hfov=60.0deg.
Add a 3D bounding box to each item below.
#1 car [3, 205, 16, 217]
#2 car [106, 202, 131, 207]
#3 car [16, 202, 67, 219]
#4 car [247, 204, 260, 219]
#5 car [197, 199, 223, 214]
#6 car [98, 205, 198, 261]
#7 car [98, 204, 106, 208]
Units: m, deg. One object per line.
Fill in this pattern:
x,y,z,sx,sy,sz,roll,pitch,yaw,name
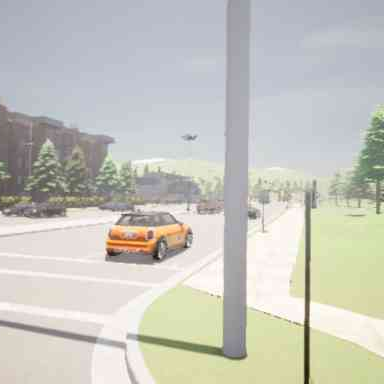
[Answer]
-17.650,1.813,35.361,2.128,1.511,4.902,1,-1,18,car
-9.877,2.206,47.712,1.994,1.385,4.181,1,-1,19,car
-14.638,1.838,33.330,1.837,1.490,4.892,1,-1,18,car
6.658,2.338,38.228,1.895,1.301,4.718,1,-1,18,car
2.387,2.051,47.802,2.150,2.045,5.566,1,-1,19,car
-1.531,1.559,13.499,2.097,1.767,4.553,1,-1,18,car
-12.308,2.215,51.462,2.033,1.411,5.357,1,-1,19,car
